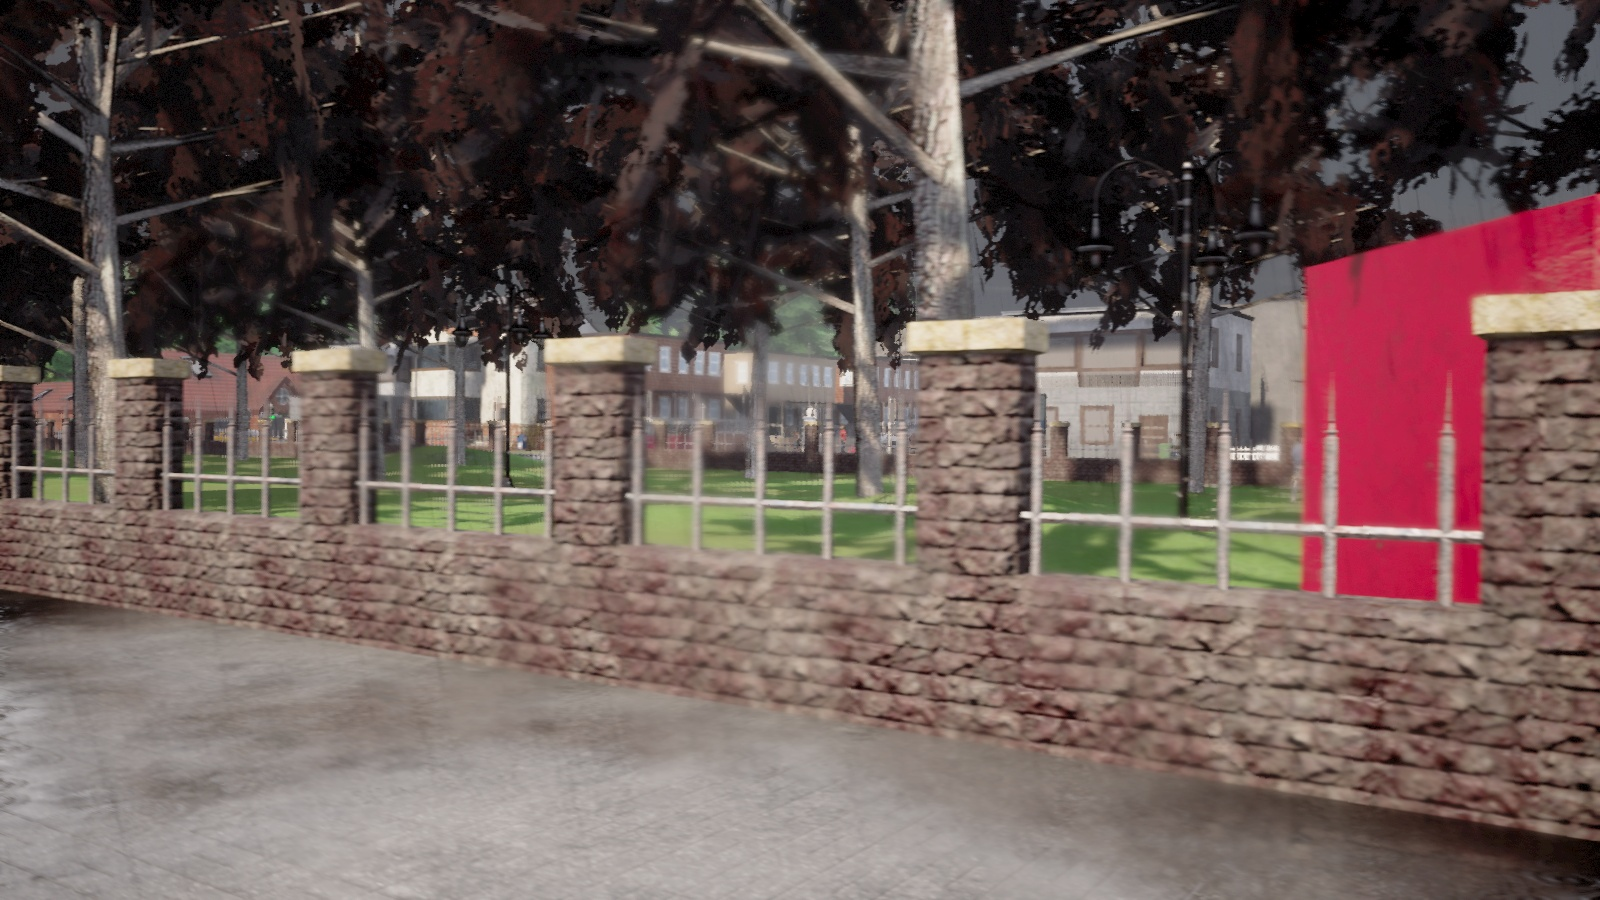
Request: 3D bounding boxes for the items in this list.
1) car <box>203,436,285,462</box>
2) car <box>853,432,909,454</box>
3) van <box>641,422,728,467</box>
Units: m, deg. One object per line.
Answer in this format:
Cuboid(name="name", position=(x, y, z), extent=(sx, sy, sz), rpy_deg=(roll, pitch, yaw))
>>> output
Cuboid(name="car", position=(-33.775, -0.064, 76.221), extent=(5.366, 1.575, 1.801), rpy_deg=(0, 1, 32))
Cuboid(name="car", position=(5.713, -0.493, 87.790), extent=(1.812, 1.442, 4.674), rpy_deg=(0, 1, 34))
Cuboid(name="van", position=(-5.371, -0.256, 57.765), extent=(1.775, 1.987, 4.442), rpy_deg=(-1, 1, -39))
